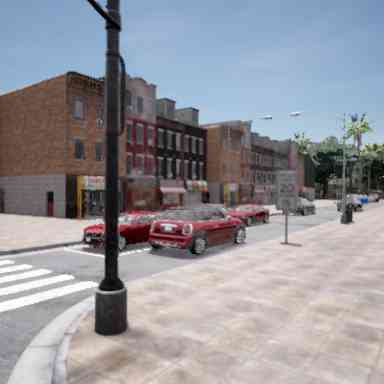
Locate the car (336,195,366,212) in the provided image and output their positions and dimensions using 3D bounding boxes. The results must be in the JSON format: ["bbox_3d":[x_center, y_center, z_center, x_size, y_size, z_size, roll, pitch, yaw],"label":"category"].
[{"bbox_3d":[18.582,1.368,39.146,2.097,1.767,4.553,1,0,36],"label":"car"}]

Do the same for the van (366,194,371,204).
[{"bbox_3d":[32.186,1.412,63.086,1.690,1.788,3.998,0,0,35],"label":"van"}]

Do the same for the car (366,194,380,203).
[{"bbox_3d":[41.641,1.437,76.477,2.192,1.841,5.009,0,0,35],"label":"car"}]

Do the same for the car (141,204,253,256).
[{"bbox_3d":[0.392,1.330,13.453,2.097,1.767,4.553,1,0,35],"label":"car"}]

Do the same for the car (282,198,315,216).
[{"bbox_3d":[10.526,1.333,32.607,2.097,1.767,4.553,1,0,35],"label":"car"}]

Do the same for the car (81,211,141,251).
[{"bbox_3d":[-2.481,1.502,13.987,1.887,1.381,4.507,1,0,35],"label":"car"}]

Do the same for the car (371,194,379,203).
[{"bbox_3d":[38.489,1.654,72.014,2.008,1.369,4.403,0,0,35],"label":"car"}]

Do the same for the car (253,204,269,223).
[{"bbox_3d":[3.820,1.514,22.916,1.887,1.381,4.507,1,0,35],"label":"car"}]

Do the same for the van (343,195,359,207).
[{"bbox_3d":[25.883,1.380,54.159,1.690,1.788,3.998,0,0,35],"label":"van"}]

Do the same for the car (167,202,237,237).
[{"bbox_3d":[0.669,1.403,18.452,1.967,1.590,4.097,1,0,35],"label":"car"}]

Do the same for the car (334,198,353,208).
[{"bbox_3d":[22.729,1.605,49.696,1.802,1.307,4.206,0,0,35],"label":"car"}]

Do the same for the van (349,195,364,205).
[{"bbox_3d":[29.035,1.396,58.623,1.690,1.788,3.998,0,0,35],"label":"van"}]
